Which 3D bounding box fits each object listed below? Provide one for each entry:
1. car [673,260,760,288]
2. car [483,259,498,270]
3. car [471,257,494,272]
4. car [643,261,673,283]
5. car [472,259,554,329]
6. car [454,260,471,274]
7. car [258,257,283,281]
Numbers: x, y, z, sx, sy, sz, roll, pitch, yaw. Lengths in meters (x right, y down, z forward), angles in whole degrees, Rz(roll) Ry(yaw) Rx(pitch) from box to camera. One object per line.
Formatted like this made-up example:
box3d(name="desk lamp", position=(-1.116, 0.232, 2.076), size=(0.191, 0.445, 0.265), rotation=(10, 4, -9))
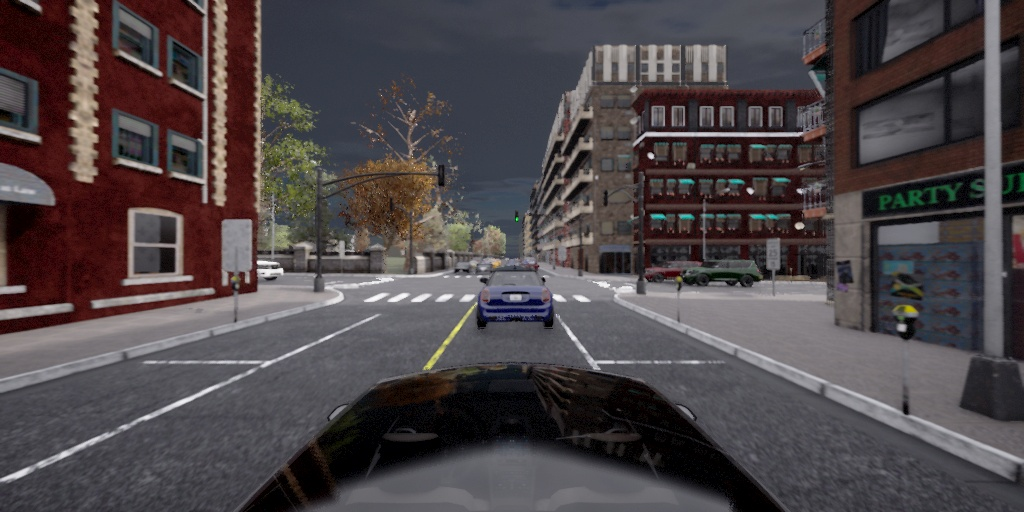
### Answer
box3d(name="car", position=(15.756, 1.284, 27.326), size=(5.566, 2.045, 2.150), rotation=(1, 0, -1))
box3d(name="car", position=(-3.090, 1.234, 53.205), size=(1.882, 1.535, 5.008), rotation=(0, 1, 0))
box3d(name="car", position=(-3.100, 1.239, 40.901), size=(2.128, 1.511, 4.902), rotation=(0, 0, 0))
box3d(name="car", position=(13.443, 1.343, 29.885), size=(5.009, 1.841, 2.192), rotation=(0, 0, -1))
box3d(name="car", position=(0.030, 1.098, 11.434), size=(2.097, 1.767, 4.553), rotation=(0, 0, -2))
box3d(name="car", position=(-5.698, 1.315, 42.222), size=(1.948, 1.339, 4.313), rotation=(0, 0, 0))
box3d(name="car", position=(-18.357, 0.658, 23.816), size=(5.566, 2.045, 2.150), rotation=(1, 0, 1))
